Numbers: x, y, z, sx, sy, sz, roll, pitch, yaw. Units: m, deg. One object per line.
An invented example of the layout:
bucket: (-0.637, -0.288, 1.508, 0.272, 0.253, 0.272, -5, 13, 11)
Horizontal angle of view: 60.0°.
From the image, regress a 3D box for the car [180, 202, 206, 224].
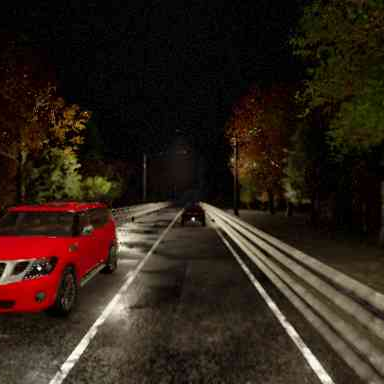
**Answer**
car: (0.097, 1.810, 27.333, 1.837, 1.490, 4.892, 0, -1, 0)

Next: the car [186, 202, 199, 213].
car: (0.093, 2.211, 47.362, 1.837, 1.490, 4.892, 0, -2, 0)

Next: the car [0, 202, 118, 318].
car: (-3.311, 1.281, 7.889, 2.150, 2.045, 5.566, 0, -1, 0)
